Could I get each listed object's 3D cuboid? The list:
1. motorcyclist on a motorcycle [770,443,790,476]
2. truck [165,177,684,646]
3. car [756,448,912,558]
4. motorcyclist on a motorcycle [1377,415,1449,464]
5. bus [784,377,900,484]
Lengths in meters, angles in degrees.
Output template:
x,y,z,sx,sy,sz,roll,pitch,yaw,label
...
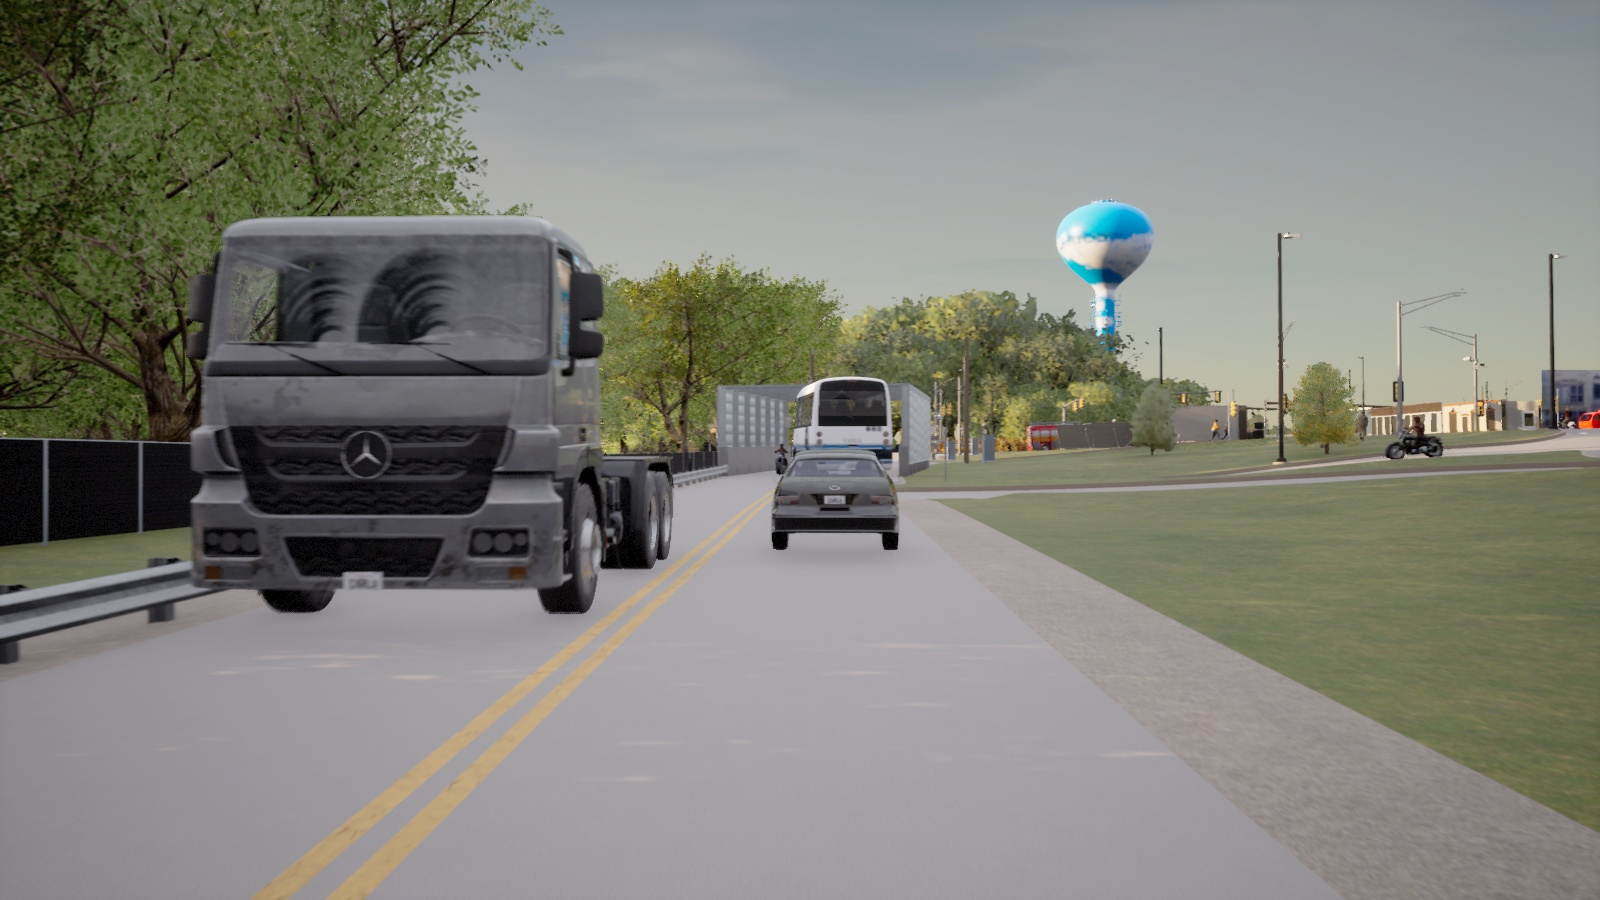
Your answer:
x,y,z,sx,sy,sz,roll,pitch,yaw,label
-0.985,0.475,63.705,0.766,1.649,2.350,0,0,5,motorcyclist on a motorcycle
-3.158,-0.309,13.285,2.891,3.462,7.936,0,0,2,truck
0.538,0.692,19.112,2.033,1.411,5.357,0,0,2,car
22.468,-0.386,46.038,2.350,1.649,0.766,-3,0,-13,motorcyclist on a motorcycle
1.630,-0.817,55.280,3.944,4.253,10.273,0,0,-5,bus
